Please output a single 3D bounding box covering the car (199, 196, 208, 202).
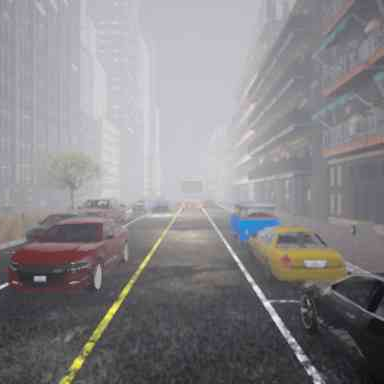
[{"bbox_3d":[2.686,1.609,75.671,1.887,1.381,4.507,0,0,0],"label":"car"}]

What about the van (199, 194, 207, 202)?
[{"bbox_3d":[2.685,1.416,81.194,1.690,1.788,3.998,0,0,0],"label":"van"}]

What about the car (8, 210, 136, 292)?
[{"bbox_3d":[-3.030,1.478,9.171,1.882,1.535,5.008,0,0,0],"label":"car"}]

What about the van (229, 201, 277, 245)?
[{"bbox_3d":[2.687,1.343,14.921,1.690,1.788,3.998,0,0,0],"label":"van"}]

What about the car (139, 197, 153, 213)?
[{"bbox_3d":[-5.694,1.567,37.012,2.008,1.369,4.403,0,0,0],"label":"car"}]

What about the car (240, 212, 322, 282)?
[{"bbox_3d":[2.688,1.526,9.568,1.752,1.417,4.829,0,0,0],"label":"car"}]

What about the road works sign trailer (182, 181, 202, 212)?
[{"bbox_3d":[-0.001,0.482,38.911,2.380,3.560,2.880,0,0,0],"label":"road works sign trailer"}]

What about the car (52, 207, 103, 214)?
[{"bbox_3d":[-5.694,1.568,14.921,1.947,1.339,4.313,0,0,0],"label":"car"}]

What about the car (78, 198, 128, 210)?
[{"bbox_3d":[-5.694,1.320,20.443,2.192,1.841,5.009,0,0,0],"label":"car"}]

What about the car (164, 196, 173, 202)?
[{"bbox_3d":[-5.695,1.625,81.195,2.008,1.369,4.403,0,0,0],"label":"car"}]

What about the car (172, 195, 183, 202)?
[{"bbox_3d":[-3.002,1.518,75.443,1.812,1.442,4.674,0,0,0],"label":"car"}]

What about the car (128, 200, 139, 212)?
[{"bbox_3d":[-5.694,1.559,25.967,2.008,1.369,4.403,0,0,0],"label":"car"}]

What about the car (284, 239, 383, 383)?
[{"bbox_3d":[2.688,1.566,3.875,1.947,1.339,4.313,0,0,0],"label":"car"}]

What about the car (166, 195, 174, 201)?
[{"bbox_3d":[-5.696,1.524,86.718,1.967,1.590,4.097,0,0,0],"label":"car"}]

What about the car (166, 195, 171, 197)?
[{"bbox_3d":[-5.695,1.486,64.627,1.967,1.590,4.097,0,0,0],"label":"car"}]

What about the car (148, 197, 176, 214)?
[{"bbox_3d":[-3.092,1.579,35.083,1.994,1.385,4.181,0,0,0],"label":"car"}]

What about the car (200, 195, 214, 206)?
[{"bbox_3d":[2.686,1.583,53.581,2.008,1.369,4.403,0,0,0],"label":"car"}]
